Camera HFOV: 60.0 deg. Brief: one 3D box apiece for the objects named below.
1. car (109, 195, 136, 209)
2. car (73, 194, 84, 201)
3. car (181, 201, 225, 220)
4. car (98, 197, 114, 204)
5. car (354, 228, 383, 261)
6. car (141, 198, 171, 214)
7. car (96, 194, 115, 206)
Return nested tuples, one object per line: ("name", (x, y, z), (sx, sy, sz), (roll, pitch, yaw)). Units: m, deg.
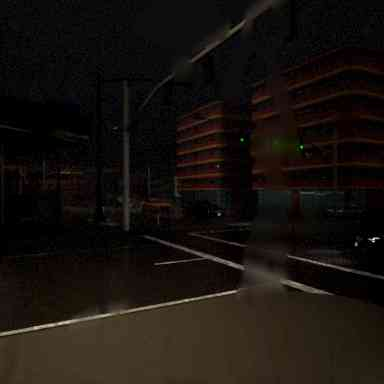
("car", (-9.079, 1.491, 44.988), (2.128, 1.511, 4.902), (0, 0, -30))
("car", (-29.812, 1.355, 87.335), (2.097, 1.767, 4.553), (0, 0, -30))
("car", (0.879, 1.491, 28.045), (2.128, 1.511, 4.902), (0, 0, -30))
("car", (-17.023, 1.601, 65.663), (1.895, 1.301, 4.718), (0, 0, -32))
("car", (7.935, 1.525, 10.967), (4.674, 1.442, 1.812), (0, -1, 12))
("car", (-3.988, 1.477, 36.323), (1.882, 1.535, 5.008), (0, 0, -30))
("car", (-14.188, 1.504, 53.758), (1.837, 1.490, 4.892), (0, 0, -30))
